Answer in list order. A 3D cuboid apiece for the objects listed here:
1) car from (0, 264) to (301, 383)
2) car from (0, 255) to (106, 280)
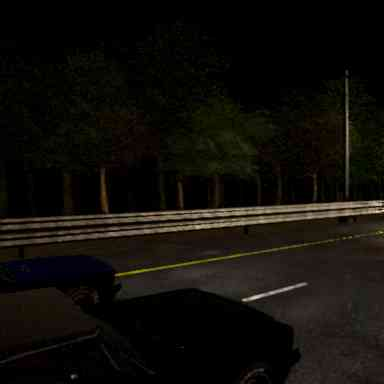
[{"bbox_3d":[-1.196,1.596,2.892,4.718,1.301,1.895,-1,0,-36],"label":"car"},{"bbox_3d":[-3.639,1.600,5.448,4.718,1.301,1.895,-1,0,-36],"label":"car"}]
